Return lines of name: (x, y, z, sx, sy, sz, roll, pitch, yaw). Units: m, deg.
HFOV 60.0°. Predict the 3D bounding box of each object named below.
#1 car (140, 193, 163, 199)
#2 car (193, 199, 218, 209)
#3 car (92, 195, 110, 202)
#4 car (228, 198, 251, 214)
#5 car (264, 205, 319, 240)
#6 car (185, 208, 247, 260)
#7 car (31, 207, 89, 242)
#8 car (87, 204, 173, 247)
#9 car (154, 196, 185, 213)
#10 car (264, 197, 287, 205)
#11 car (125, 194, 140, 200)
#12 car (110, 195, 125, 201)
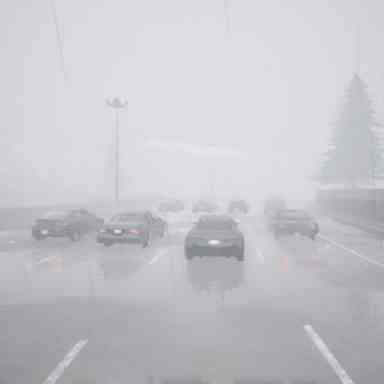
car: (-6.305, 1.137, 55.898, 2.097, 1.767, 4.553, 0, 0, 22)
car: (1.428, 1.442, 34.480, 1.994, 1.385, 4.181, 0, 0, 14)
car: (-16.075, 1.316, 59.734, 1.994, 1.385, 4.181, 0, 0, 22)
car: (4.828, 1.392, 33.697, 1.837, 1.490, 4.892, 0, 0, 15)
car: (4.920, 1.549, 16.830, 1.895, 1.301, 4.718, 0, 0, 8)
car: (0.882, 1.521, 12.305, 1.994, 1.385, 4.181, 0, 0, 5)
car: (-5.754, 1.456, 15.897, 1.812, 1.442, 4.674, 0, 0, 7)
car: (-2.426, 1.489, 14.685, 2.033, 1.411, 5.357, 0, 0, 7)
car: (-2.105, 1.395, 34.821, 1.812, 1.442, 4.674, 0, 0, 14)
car: (8.347, 1.248, 33.268, 2.097, 1.767, 4.553, 0, 0, 15)
car: (-9.167, 1.123, 58.189, 2.097, 1.767, 4.553, 0, 0, 23)
car: (-12.151, 1.284, 60.066, 1.812, 1.442, 4.674, 0, 0, 23)
